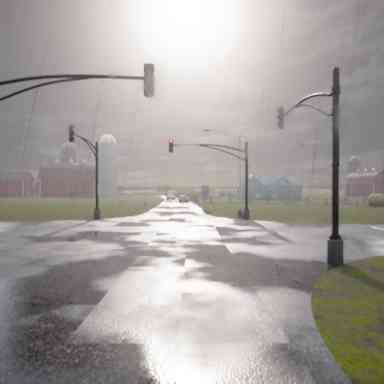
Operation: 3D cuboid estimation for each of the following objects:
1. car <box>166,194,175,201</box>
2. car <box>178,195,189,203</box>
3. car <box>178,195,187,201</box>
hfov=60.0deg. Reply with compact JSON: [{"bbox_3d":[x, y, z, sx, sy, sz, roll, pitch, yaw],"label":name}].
[{"bbox_3d":[-4.709,1.149,73.840,1.812,1.442,4.674,0,0,-3],"label":"car"},{"bbox_3d":[-1.722,1.592,69.841,1.895,1.301,4.718,0,0,-3],"label":"car"},{"bbox_3d":[-2.333,1.427,79.825,1.837,1.490,4.892,0,0,-4],"label":"car"}]
